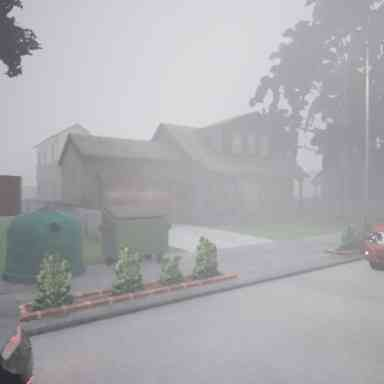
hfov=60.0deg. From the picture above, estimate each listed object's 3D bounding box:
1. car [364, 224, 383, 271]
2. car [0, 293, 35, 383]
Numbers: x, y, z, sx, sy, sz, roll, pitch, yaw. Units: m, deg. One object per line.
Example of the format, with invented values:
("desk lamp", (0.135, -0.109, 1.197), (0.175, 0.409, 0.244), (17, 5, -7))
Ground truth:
("car", (7.348, 1.215, 9.738), (5.566, 2.045, 2.150), (0, 0, -35))
("car", (-3.646, 1.493, 1.977), (4.902, 1.511, 2.128), (0, 0, -35))
